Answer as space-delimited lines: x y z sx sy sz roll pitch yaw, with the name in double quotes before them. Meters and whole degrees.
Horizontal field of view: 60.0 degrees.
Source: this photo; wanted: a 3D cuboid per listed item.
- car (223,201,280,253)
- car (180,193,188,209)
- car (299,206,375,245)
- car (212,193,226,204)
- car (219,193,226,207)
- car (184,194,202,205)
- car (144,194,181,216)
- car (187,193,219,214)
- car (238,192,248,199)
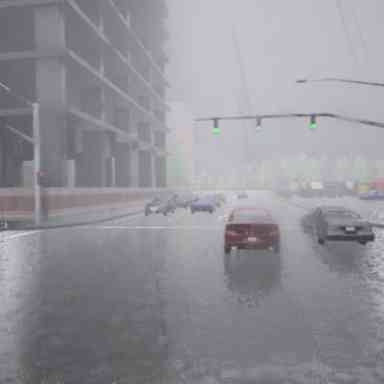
"car" 2.250 1.316 12.957 1.882 1.535 5.008 -1 1 8
"car" -1.320 0.961 37.965 2.097 1.767 4.553 -1 1 9
"car" 5.974 1.319 14.308 2.033 1.411 5.357 -1 1 8
"car" 4.173 0.907 50.406 1.837 1.490 4.892 -1 1 9
"car" 2.601 1.075 40.409 2.033 1.411 5.357 -1 1 9
"car" 0.231 1.050 47.808 1.994 1.385 4.181 -1 1 9
"car" -2.702 1.214 28.859 2.128 1.511 4.902 -1 1 9
"car" 1.098 1.128 30.565 1.882 1.535 5.008 -1 1 9
"car" 10.185 0.747 66.814 1.895 1.301 4.718 -1 1 9
